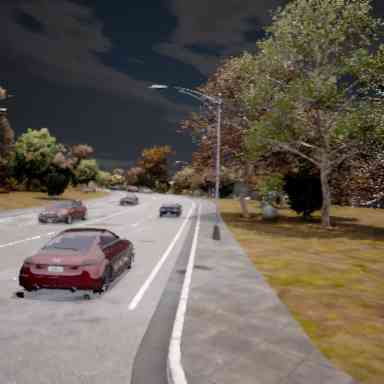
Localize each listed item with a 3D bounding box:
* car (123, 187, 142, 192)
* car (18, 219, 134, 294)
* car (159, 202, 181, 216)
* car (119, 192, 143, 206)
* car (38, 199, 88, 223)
[{"bbox_3d":[-16.772,-0.633,93.833,2.097,1.767,4.553,3,1,-38],"label":"car"},{"bbox_3d":[-2.910,1.696,9.275,1.994,1.385,4.181,2,-1,2],"label":"car"},{"bbox_3d":[-2.091,1.668,33.525,1.895,1.301,4.718,2,1,2],"label":"car"},{"bbox_3d":[-8.664,1.099,46.296,2.033,1.411,5.357,2,1,2],"label":"car"},{"bbox_3d":[-9.479,1.343,24.736,2.097,1.767,4.553,2,0,3],"label":"car"}]
